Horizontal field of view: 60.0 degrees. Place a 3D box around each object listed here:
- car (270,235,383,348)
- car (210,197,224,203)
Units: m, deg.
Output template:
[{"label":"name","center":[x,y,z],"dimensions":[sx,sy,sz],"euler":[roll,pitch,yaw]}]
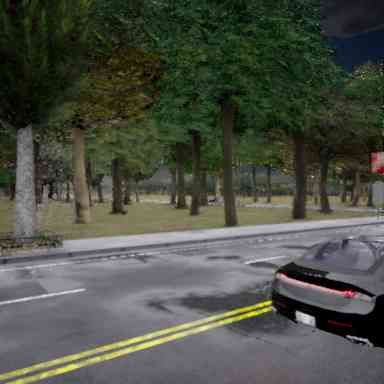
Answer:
[{"label":"car","center":[3.522,1.529,5.960],"dimensions":[4.902,1.511,2.128],"euler":[0,0,-36]},{"label":"car","center":[5.630,1.802,70.754],"dimensions":[1.812,1.442,4.674],"euler":[0,0,-36]}]
